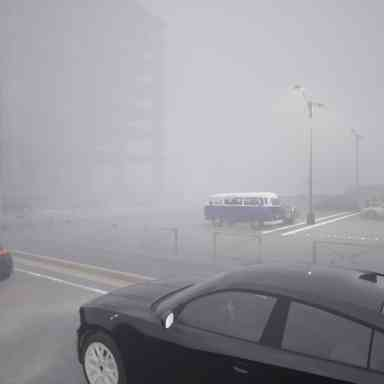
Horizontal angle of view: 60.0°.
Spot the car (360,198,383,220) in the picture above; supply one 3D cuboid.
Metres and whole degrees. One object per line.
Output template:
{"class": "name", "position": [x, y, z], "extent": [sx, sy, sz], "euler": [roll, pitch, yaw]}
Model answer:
{"class": "car", "position": [14.728, 1.395, 24.730], "extent": [3.806, 1.475, 1.970], "euler": [0, 0, 36]}

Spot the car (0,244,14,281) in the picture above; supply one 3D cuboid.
{"class": "car", "position": [-6.456, 1.564, 8.588], "extent": [4.181, 1.385, 1.994], "euler": [0, 0, 36]}

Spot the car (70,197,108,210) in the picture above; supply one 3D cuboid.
{"class": "car", "position": [-12.906, 1.422, 41.759], "extent": [1.882, 1.535, 5.008], "euler": [0, 0, 35]}

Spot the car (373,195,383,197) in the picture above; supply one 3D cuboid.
{"class": "car", "position": [17.953, 1.153, 29.282], "extent": [4.605, 1.855, 1.932], "euler": [0, 0, 36]}

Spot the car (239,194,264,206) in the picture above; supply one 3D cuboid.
{"class": "car", "position": [11.437, 1.545, 63.581], "extent": [1.895, 1.301, 4.718], "euler": [0, 0, 35]}

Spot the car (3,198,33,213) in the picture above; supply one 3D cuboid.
{"class": "car", "position": [-18.750, 1.422, 33.555], "extent": [1.882, 1.535, 5.008], "euler": [0, 0, 36]}

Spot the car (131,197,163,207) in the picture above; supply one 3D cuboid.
{"class": "car", "position": [-6.741, 1.492, 50.415], "extent": [2.033, 1.411, 5.357], "euler": [0, 0, 36]}

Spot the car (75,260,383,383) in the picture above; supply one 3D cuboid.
{"class": "car", "position": [0.865, 1.478, 3.378], "extent": [5.008, 1.535, 1.882], "euler": [0, 0, 36]}
